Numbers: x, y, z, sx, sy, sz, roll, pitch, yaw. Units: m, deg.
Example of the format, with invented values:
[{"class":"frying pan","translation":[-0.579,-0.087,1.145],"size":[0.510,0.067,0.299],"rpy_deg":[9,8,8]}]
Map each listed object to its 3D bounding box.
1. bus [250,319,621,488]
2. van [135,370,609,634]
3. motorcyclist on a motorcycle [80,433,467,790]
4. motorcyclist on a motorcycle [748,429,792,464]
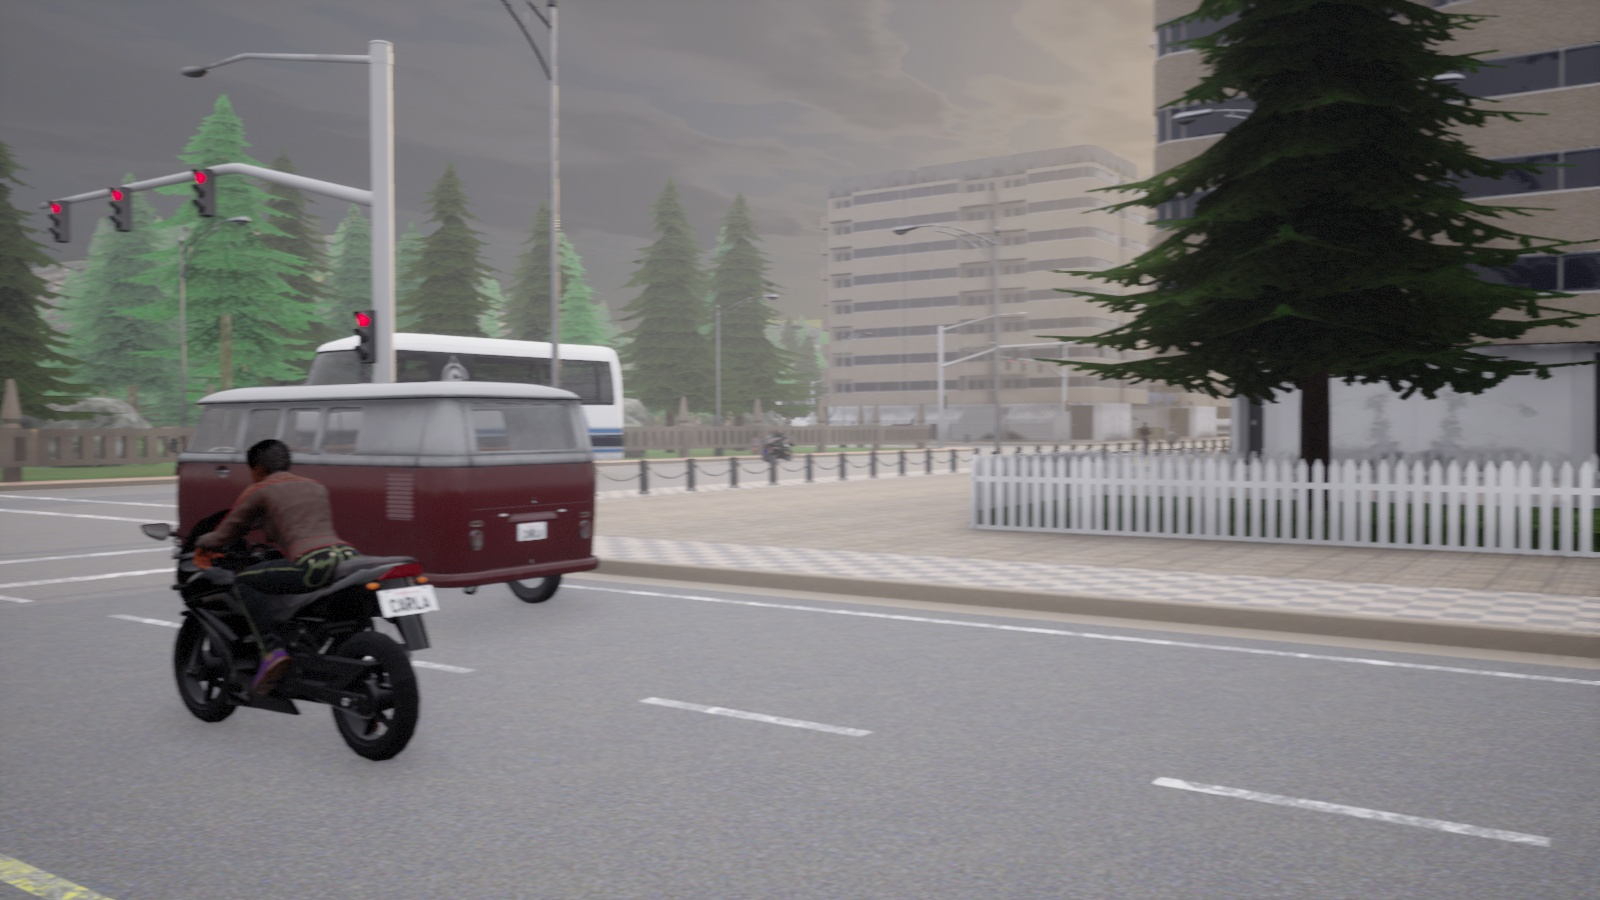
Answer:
[{"class":"bus","translation":[-10.234,-1.265,36.891],"size":[3.944,4.253,10.273],"rpy_deg":[1,1,34]},{"class":"van","translation":[-3.996,0.355,11.435],"size":[4.442,1.987,1.775],"rpy_deg":[1,1,34]},{"class":"motorcyclist on a motorcycle","translation":[-2.674,0.683,6.292],"size":[2.044,1.523,0.797],"rpy_deg":[1,1,34]},{"class":"motorcyclist on a motorcycle","translation":[-1.321,-0.188,56.115],"size":[0.866,1.530,2.191],"rpy_deg":[1,1,34]}]
